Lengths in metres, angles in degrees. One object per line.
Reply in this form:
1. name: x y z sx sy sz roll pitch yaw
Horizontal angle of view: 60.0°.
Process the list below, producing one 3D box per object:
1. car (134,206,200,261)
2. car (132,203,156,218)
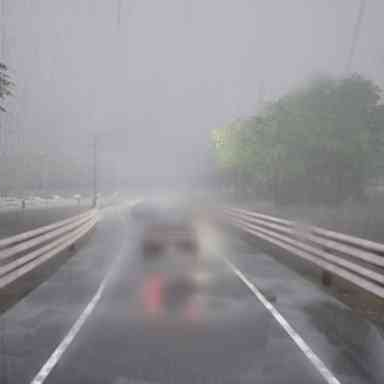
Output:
1. car: -0.861 1.502 12.321 2.128 1.511 4.902 0 0 -7
2. car: -3.942 1.573 27.956 1.994 1.385 4.181 0 0 -14
